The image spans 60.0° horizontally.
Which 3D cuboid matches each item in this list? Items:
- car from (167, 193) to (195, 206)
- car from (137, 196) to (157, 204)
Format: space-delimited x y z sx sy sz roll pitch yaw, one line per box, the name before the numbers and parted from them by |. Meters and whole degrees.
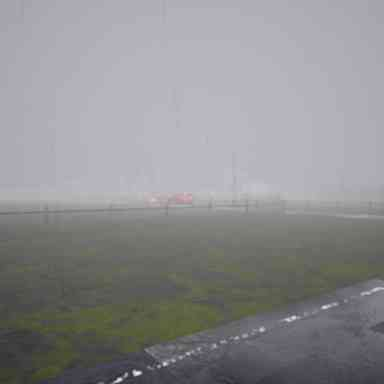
car | -1.896 1.216 56.215 2.150 2.045 5.566 1 -1 -40
car | -8.823 1.461 64.291 1.882 1.535 5.008 1 -1 -41
